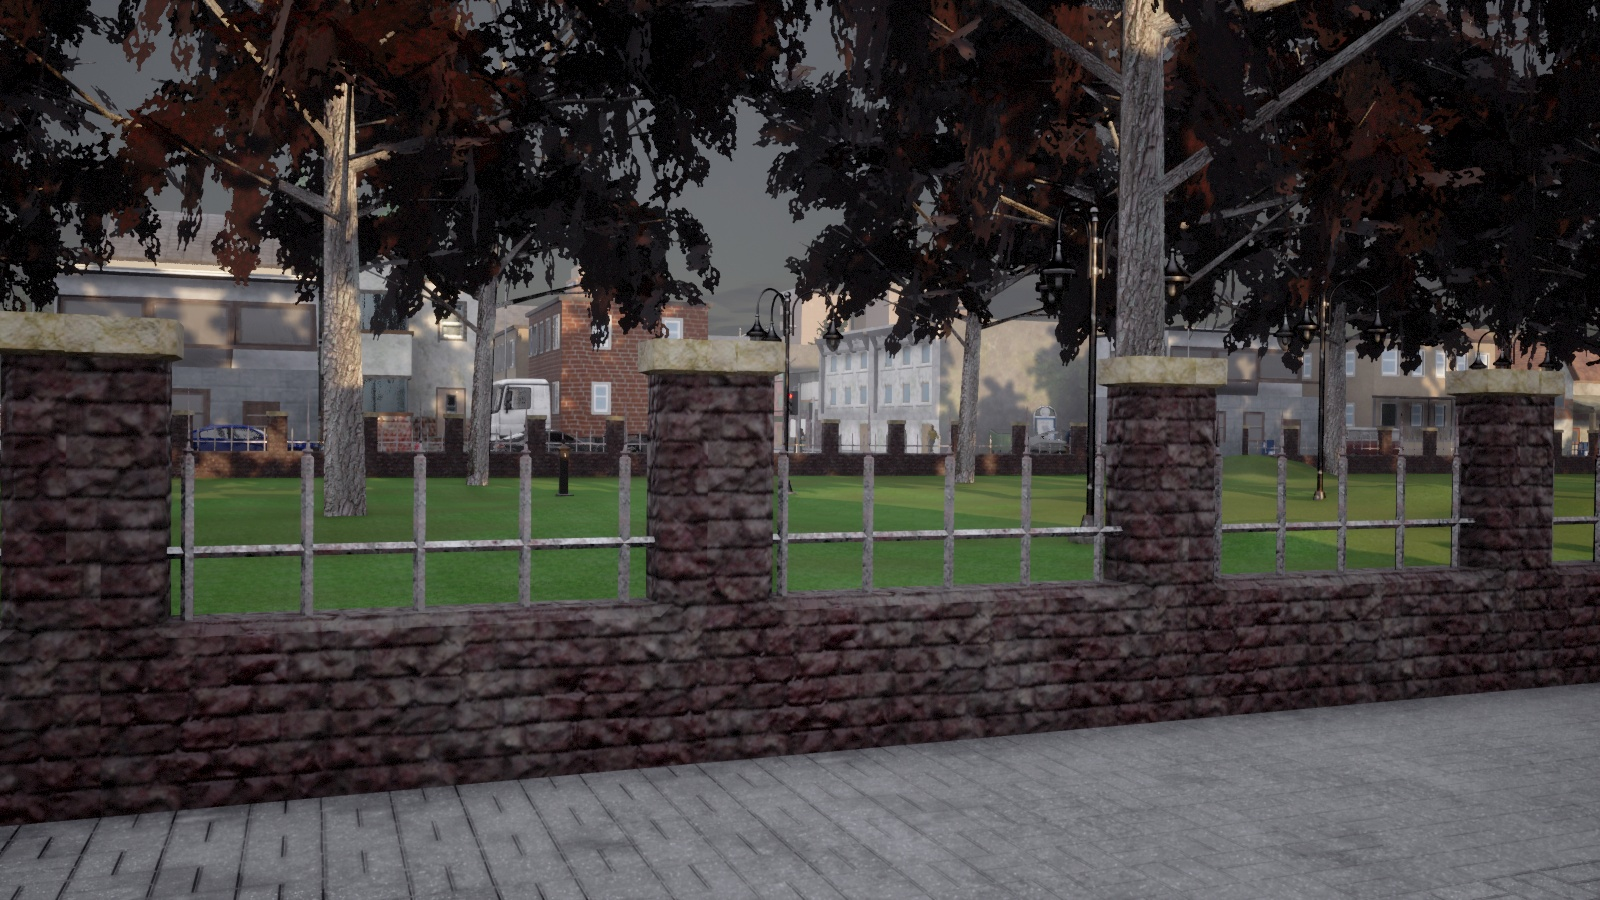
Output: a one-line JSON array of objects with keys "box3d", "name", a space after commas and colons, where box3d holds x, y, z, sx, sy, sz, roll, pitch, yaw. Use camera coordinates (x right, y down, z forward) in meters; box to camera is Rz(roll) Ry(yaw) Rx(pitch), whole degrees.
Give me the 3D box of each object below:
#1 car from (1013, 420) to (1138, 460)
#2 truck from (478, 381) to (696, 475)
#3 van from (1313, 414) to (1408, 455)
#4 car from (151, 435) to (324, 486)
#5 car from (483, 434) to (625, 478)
[{"box3d": [11.863, -0.431, 54.042, 5.027, 1.651, 2.152, 0, 1, 19], "name": "car"}, {"box3d": [-8.309, -0.894, 49.130, 7.936, 3.462, 2.891, -1, 1, -22], "name": "truck"}, {"box3d": [28.271, -0.785, 63.343, 4.442, 1.987, 1.775, -1, 1, -21], "name": "van"}, {"box3d": [-18.238, 0.307, 40.900, 5.008, 1.535, 1.882, -1, 1, -24], "name": "car"}, {"box3d": [-8.734, 0.192, 44.624, 4.674, 1.442, 1.812, -1, 1, -24], "name": "car"}]
